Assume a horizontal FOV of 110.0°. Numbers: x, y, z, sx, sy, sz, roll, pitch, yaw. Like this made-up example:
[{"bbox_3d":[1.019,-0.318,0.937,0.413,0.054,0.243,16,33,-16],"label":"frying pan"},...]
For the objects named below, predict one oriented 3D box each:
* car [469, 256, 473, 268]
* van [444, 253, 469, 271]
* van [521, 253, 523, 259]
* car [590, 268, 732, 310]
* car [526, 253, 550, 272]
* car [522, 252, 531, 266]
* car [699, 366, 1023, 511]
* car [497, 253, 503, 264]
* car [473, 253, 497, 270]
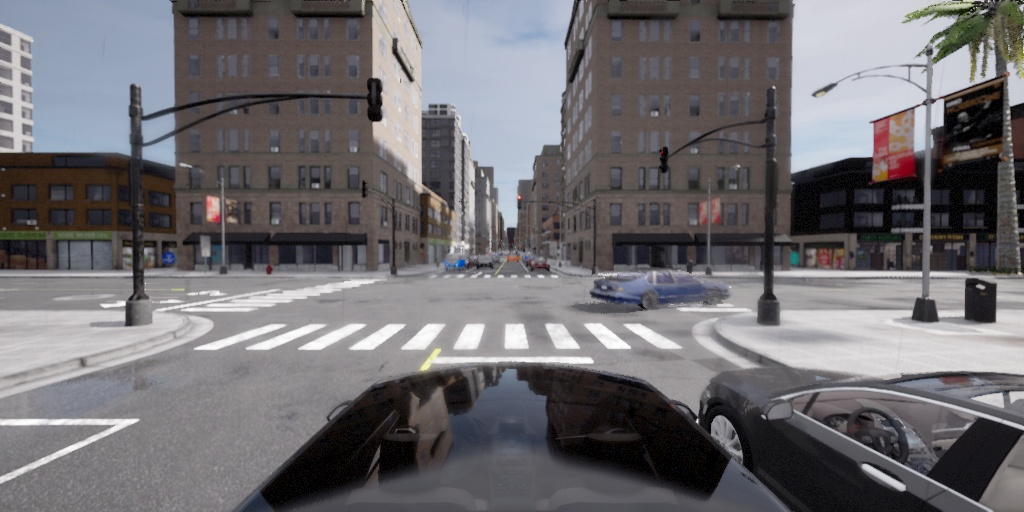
[{"bbox_3d":[-5.771,0.633,42.131,1.967,1.591,4.097,0,0,0],"label":"car"},{"bbox_3d":[-5.784,0.611,36.463,1.690,1.789,3.998,0,0,0],"label":"van"},{"bbox_3d":[2.795,0.298,59.119,1.690,1.789,3.998,0,0,0],"label":"van"},{"bbox_3d":[5.623,1.147,13.504,5.357,1.411,2.033,0,1,-20],"label":"car"},{"bbox_3d":[2.741,0.711,36.444,1.967,1.591,4.097,0,0,0],"label":"car"},{"bbox_3d":[2.768,0.555,47.782,1.967,1.591,4.097,0,0,0],"label":"car"},{"bbox_3d":[2.669,1.299,1.798,2.007,1.370,4.403,0,0,0],"label":"car"},{"bbox_3d":[-2.948,0.556,56.700,1.994,1.385,4.181,0,1,0],"label":"car"},{"bbox_3d":[-3.011,0.715,40.785,1.837,1.490,4.892,0,1,0],"label":"car"}]
